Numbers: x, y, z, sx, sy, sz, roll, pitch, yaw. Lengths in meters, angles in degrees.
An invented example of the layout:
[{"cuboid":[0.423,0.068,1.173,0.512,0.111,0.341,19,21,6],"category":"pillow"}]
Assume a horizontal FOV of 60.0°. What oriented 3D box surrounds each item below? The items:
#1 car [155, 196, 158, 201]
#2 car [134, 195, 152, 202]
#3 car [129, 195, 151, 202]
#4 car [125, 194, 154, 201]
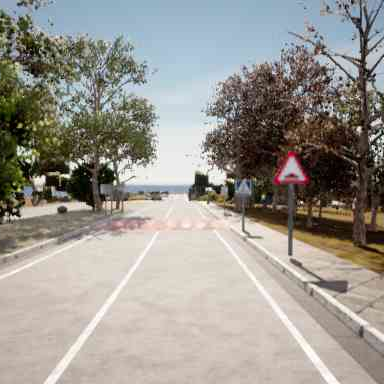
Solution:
[{"cuboid":[-12.568,1.551,88.095,5.566,2.045,2.435,0,-2,-2],"category":"car"},{"cuboid":[-12.550,1.596,85.320,4.553,1.767,2.185,0,-2,-2],"category":"car"},{"cuboid":[-12.369,1.577,79.772,4.892,1.521,2.231,0,-1,-2],"category":"car"},{"cuboid":[-12.101,1.513,77.010,5.366,1.575,1.946,0,-1,-2],"category":"car"}]
